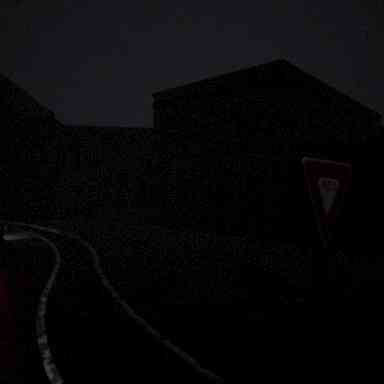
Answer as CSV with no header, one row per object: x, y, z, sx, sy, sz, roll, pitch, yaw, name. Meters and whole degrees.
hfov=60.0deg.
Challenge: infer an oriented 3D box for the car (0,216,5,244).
-7.140,1.222,10.609,1.812,1.442,4.674,2,0,-27,car
